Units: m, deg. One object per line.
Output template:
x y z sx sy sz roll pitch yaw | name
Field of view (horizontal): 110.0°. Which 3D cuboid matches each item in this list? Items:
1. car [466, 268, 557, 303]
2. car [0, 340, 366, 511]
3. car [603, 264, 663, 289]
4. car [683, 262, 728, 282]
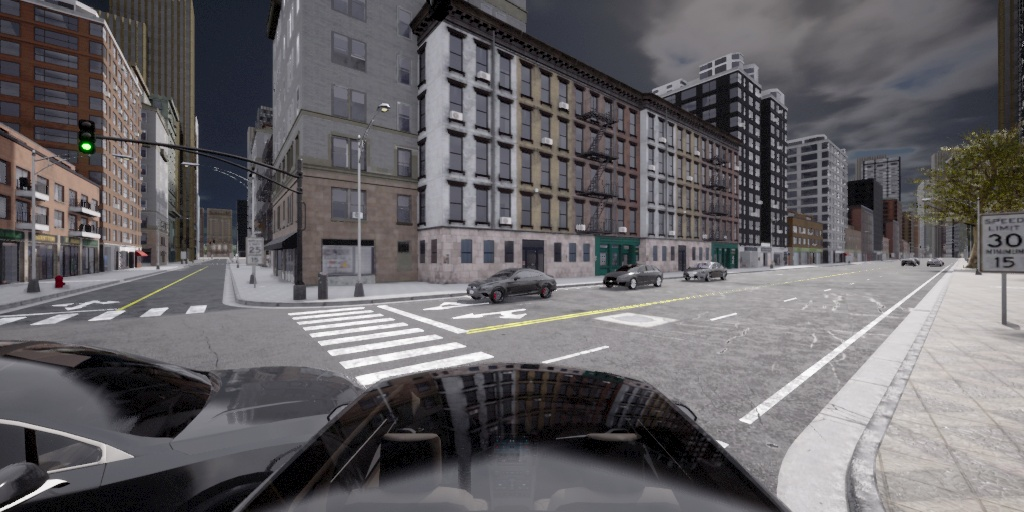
0.090 1.287 16.827 4.674 1.442 1.812 0 0 -39 | car
-3.209 1.257 1.880 4.892 1.490 1.837 0 0 -34 | car
7.829 1.259 22.992 4.892 1.490 1.837 0 0 -38 | car
15.889 1.237 29.400 4.902 1.511 2.128 0 0 -38 | car
